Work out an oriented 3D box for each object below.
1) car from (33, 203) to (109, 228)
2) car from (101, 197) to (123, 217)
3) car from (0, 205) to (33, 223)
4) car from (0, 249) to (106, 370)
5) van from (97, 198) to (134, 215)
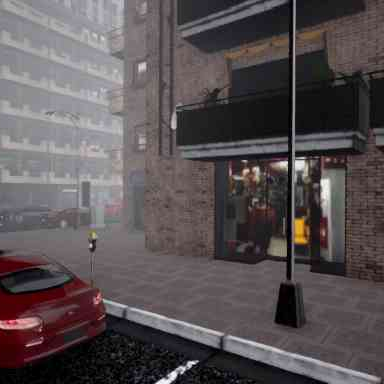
[{"bbox_3d":[-8.492,1.756,23.728,1.887,1.381,4.507,0,-1,36],"label":"car"},{"bbox_3d":[-7.019,1.498,35.714,2.150,2.045,5.566,1,0,36],"label":"car"},{"bbox_3d":[-13.274,1.727,27.006,1.994,1.385,4.181,1,0,36],"label":"car"},{"bbox_3d":[-3.119,1.582,5.230,4.206,1.307,1.802,0,0,36],"label":"car"},{"bbox_3d":[-8.664,1.606,37.847,1.690,1.788,3.998,0,-1,36],"label":"van"}]
